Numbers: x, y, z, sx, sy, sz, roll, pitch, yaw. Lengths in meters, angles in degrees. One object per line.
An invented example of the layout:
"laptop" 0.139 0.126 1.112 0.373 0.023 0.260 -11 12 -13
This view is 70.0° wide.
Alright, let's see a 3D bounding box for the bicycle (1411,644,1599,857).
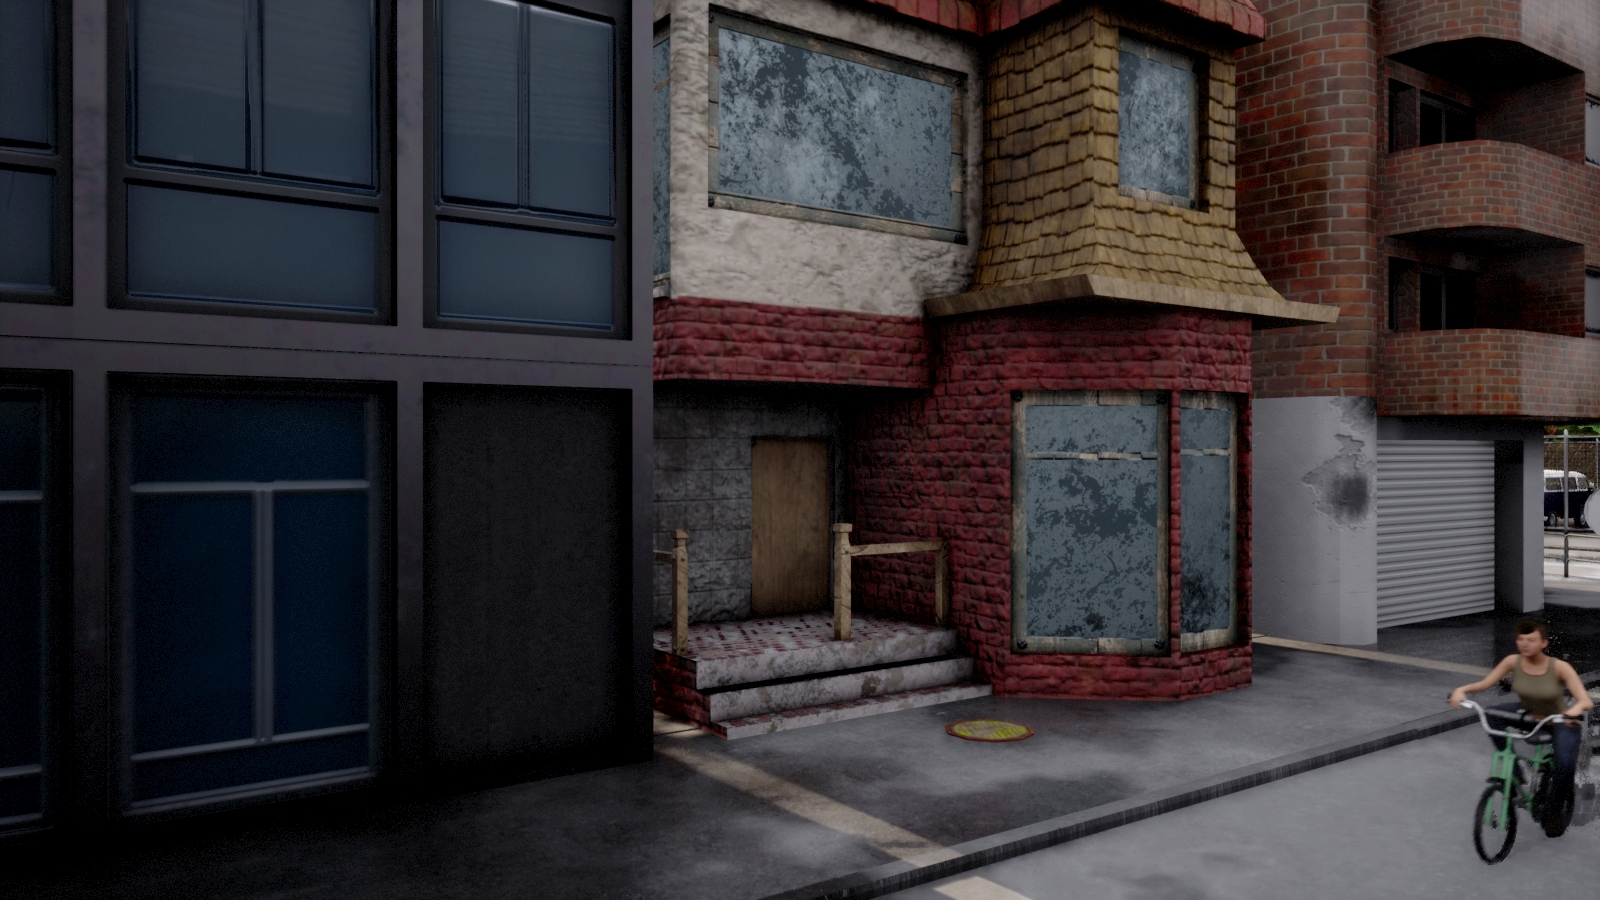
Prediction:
"bicycle" 5.086 2.032 7.995 1.487 1.080 0.859 0 0 -36
